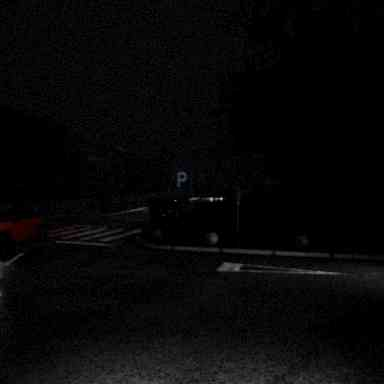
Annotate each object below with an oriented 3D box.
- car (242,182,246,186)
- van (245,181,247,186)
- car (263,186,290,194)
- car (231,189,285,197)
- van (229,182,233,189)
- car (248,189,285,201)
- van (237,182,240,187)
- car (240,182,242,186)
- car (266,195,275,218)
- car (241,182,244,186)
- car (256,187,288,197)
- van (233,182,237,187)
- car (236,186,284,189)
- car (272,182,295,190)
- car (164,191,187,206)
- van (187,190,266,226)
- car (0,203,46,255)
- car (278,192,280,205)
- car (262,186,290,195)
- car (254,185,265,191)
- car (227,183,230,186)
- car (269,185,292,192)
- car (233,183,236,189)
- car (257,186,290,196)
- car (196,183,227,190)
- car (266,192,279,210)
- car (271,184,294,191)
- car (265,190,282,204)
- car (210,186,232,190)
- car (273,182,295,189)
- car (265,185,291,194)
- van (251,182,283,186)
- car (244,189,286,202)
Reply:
[{"bbox_3d":[11.380,-1.370,90.645,4.892,1.521,2.231,0,2,18],"label":"car"},{"bbox_3d":[12.357,-1.719,93.266,4.442,1.987,1.878,0,2,18],"label":"van"},{"bbox_3d":[16.203,-0.398,63.431,4.892,1.521,2.231,0,2,18],"label":"car"},{"bbox_3d":[6.675,0.760,34.447,5.008,1.535,2.097,0,2,18],"label":"car"},{"bbox_3d":[6.232,-0.922,74.630,4.442,1.987,1.878,0,2,18],"label":"van"},{"bbox_3d":[10.132,0.377,44.993,4.674,1.452,2.002,0,2,18],"label":"car"},{"bbox_3d":[8.857,-1.247,82.616,4.442,1.987,1.878,0,2,18],"label":"van"},{"bbox_3d":[9.651,-1.103,85.313,4.792,1.488,2.163,0,2,18],"label":"car"},{"bbox_3d":[3.234,1.217,23.903,4.792,1.488,2.163,0,2,18],"label":"car"},{"bbox_3d":[10.497,-1.210,87.989,4.674,1.452,2.002,0,2,18],"label":"car"},{"bbox_3d":[12.705,0.051,52.903,4.792,1.488,2.163,0,2,18],"label":"car"},{"bbox_3d":[7.761,-1.136,80.029,4.442,1.987,1.878,0,2,18],"label":"van"},{"bbox_3d":[7.564,0.529,37.070,4.553,1.767,2.185,0,2,18],"label":"car"},{"bbox_3d":[23.963,-1.638,87.150,5.566,2.045,2.435,0,2,18],"label":"car"},{"bbox_3d":[-1.871,0.690,35.466,2.097,1.767,4.553,0,2,18],"label":"car"},{"bbox_3d":[2.226,1.069,21.306,4.442,1.987,1.878,0,2,18],"label":"van"},{"bbox_3d":[-7.769,1.374,13.388,2.097,1.767,4.553,1,0,0],"label":"car"},{"bbox_3d":[4.966,1.003,29.173,4.792,1.488,2.163,0,2,18],"label":"car"},{"bbox_3d":[15.359,-0.265,60.791,4.792,1.488,2.163,0,2,18],"label":"car"},{"bbox_3d":[16.117,-0.868,79.476,1.895,1.301,4.718,0,2,18],"label":"car"},{"bbox_3d":[5.252,-0.550,72.014,4.674,1.452,2.002,0,2,18],"label":"car"},{"bbox_3d":[19.655,-0.819,73.974,4.892,1.521,2.231,0,2,18],"label":"car"},{"bbox_3d":[6.993,-0.803,77.338,5.008,1.535,2.097,0,2,18],"label":"car"},{"bbox_3d":[14.288,-0.192,58.222,5.366,1.575,1.946,0,2,18],"label":"car"},{"bbox_3d":[3.470,-0.629,66.691,5.566,2.045,2.435,0,2,18],"label":"car"},{"bbox_3d":[3.896,1.077,26.605,5.366,1.575,1.946,0,2,18],"label":"car"},{"bbox_3d":[21.569,-1.040,79.188,5.366,1.575,1.946,0,2,18],"label":"car"},{"bbox_3d":[5.798,0.868,31.817,4.892,1.521,2.231,0,2,18],"label":"car"},{"bbox_3d":[4.904,0.131,55.770,1.895,1.301,4.718,0,2,18],"label":"car"},{"bbox_3d":[24.883,-1.759,89.768,5.566,2.045,2.435,0,3,18],"label":"car"},{"bbox_3d":[17.068,-0.505,66.066,5.008,1.535,2.097,0,2,18],"label":"car"},{"bbox_3d":[11.109,0.006,47.580,4.442,1.987,1.878,0,2,18],"label":"van"},{"bbox_3d":[9.263,0.442,42.355,5.008,1.535,2.097,0,2,18],"label":"car"}]
